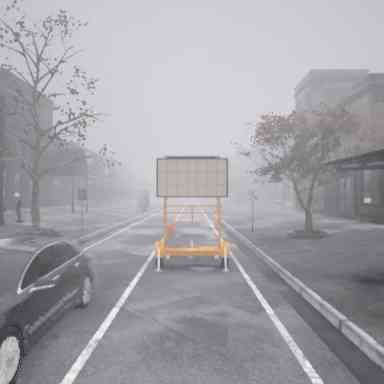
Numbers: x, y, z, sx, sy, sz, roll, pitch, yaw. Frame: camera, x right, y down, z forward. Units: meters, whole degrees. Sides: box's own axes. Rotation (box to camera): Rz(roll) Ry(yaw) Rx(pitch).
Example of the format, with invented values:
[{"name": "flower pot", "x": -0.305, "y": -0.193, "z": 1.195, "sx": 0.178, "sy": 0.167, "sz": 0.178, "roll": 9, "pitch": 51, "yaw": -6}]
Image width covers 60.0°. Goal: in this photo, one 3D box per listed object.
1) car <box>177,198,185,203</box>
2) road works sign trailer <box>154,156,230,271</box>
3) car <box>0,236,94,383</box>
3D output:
[{"name": "car", "x": -2.948, "y": 2.314, "z": 91.278, "sx": 1.812, "sy": 1.442, "sz": 4.674, "roll": 0, "pitch": 0, "yaw": 0}, {"name": "road works sign trailer", "x": 0.007, "y": 0.587, "z": 11.293, "sx": 2.380, "sy": 3.560, "sz": 2.880, "roll": 0, "pitch": -1, "yaw": 0}, {"name": "car", "x": -2.996, "y": 1.552, "z": 5.264, "sx": 1.837, "sy": 1.490, "sz": 4.892, "roll": 0, "pitch": -1, "yaw": 0}]
